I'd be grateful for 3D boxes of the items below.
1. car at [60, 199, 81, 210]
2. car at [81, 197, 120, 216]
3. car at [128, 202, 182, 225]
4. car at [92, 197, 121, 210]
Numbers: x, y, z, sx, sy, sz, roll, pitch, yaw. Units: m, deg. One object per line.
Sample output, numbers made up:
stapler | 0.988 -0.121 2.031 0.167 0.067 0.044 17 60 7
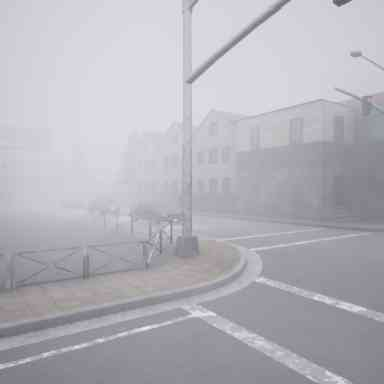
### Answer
car | -14.109 1.425 39.269 1.895 1.301 4.718 0 0 -35
car | -8.291 1.315 30.995 2.128 1.511 4.902 0 0 -35
car | -2.549 1.371 22.874 2.033 1.411 5.357 0 0 -35
car | -10.476 1.329 40.454 1.837 1.490 4.892 0 0 -35
